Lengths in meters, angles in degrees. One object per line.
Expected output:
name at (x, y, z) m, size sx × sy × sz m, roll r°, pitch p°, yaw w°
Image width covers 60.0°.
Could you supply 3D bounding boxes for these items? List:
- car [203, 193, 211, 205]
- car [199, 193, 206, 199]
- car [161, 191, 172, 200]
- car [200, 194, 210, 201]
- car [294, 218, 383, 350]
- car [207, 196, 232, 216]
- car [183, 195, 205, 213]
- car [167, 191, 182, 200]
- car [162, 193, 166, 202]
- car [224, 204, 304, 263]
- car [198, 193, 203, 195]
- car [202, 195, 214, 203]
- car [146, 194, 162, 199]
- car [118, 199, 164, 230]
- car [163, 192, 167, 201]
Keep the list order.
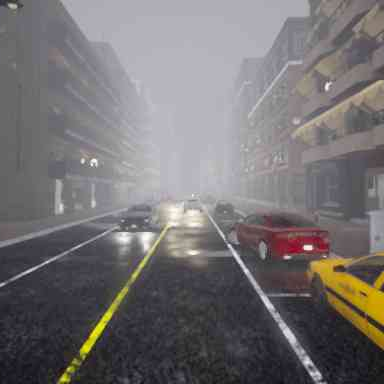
car at (2.703, 1.185, 51.845) m, size 1.752 × 1.417 × 4.829 m, roll 0°, pitch 0°, yaw 0°
car at (2.710, 1.018, 85.493) m, size 1.802 × 1.307 × 4.206 m, roll 0°, pitch 0°, yaw 0°
car at (-5.672, 0.826, 74.225) m, size 2.192 × 1.841 × 5.009 m, roll 0°, pitch 0°, yaw 0°
car at (2.706, 1.130, 68.584) m, size 1.802 × 1.307 × 4.206 m, roll 0°, pitch 0°, yaw 0°
car at (3.151, 1.427, 4.501) m, size 1.801 × 1.575 × 5.366 m, roll 0°, pitch 0°, yaw 0°
car at (2.698, 1.360, 29.131) m, size 2.008 × 1.369 × 4.403 m, roll 0°, pitch 0°, yaw 0°
car at (0.100, 1.302, 34.165) m, size 1.812 × 1.442 × 4.674 m, roll 0°, pitch 0°, yaw 0°
car at (-2.988, 0.570, 60.803) m, size 2.097 × 1.767 × 4.553 m, roll 0°, pitch 0°, yaw 0°
car at (-5.679, 1.211, 51.681) m, size 2.008 × 1.369 × 4.403 m, roll 0°, pitch 0°, yaw 0°
car at (2.844, 1.400, 11.863) m, size 1.882 × 1.535 × 5.008 m, roll 0°, pitch 0°, yaw -10°
car at (0.073, 1.173, 48.563) m, size 2.128 × 1.511 × 4.902 m, roll 0°, pitch 0°, yaw 1°
car at (2.704, 1.189, 57.312) m, size 1.947 × 1.339 × 4.313 m, roll 0°, pitch 0°, yaw 0°
car at (-5.679, 1.249, 46.045) m, size 2.008 × 1.369 × 4.403 m, roll 0°, pitch 0°, yaw 0°
car at (-3.095, 1.414, 20.404) m, size 2.033 × 1.411 × 5.357 m, roll 0°, pitch 0°, yaw 0°
car at (-5.676, 1.130, 62.954) m, size 1.887 × 1.381 × 4.507 m, roll 0°, pitch 0°, yaw 0°
